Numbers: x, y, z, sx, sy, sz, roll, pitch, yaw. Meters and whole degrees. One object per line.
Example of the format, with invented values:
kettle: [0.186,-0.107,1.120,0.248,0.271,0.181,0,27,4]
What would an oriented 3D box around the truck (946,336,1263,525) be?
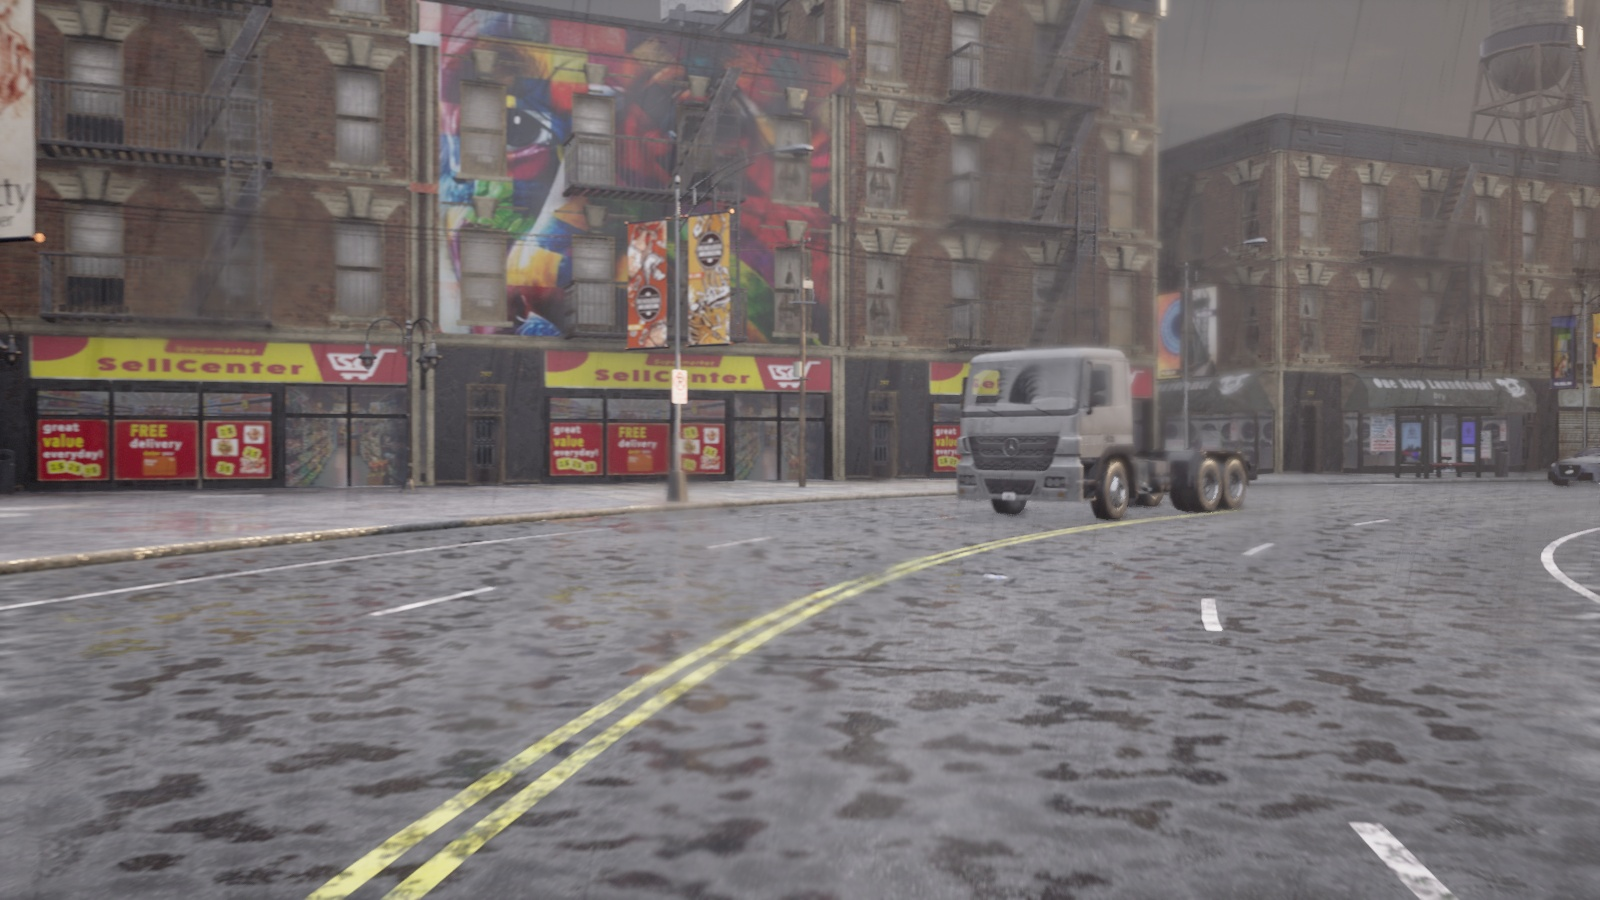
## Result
truck: [6.755,-0.376,26.935,2.891,3.462,7.936,0,0,45]

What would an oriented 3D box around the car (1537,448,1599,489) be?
car: [27.978,0.612,43.636,4.181,1.385,1.994,0,0,-23]
